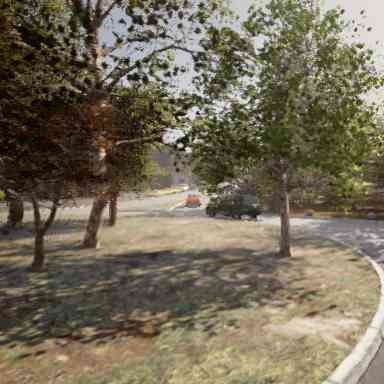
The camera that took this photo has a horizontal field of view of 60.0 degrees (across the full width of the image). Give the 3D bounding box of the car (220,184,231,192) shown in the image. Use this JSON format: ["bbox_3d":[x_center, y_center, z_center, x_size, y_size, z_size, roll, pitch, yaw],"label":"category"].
[{"bbox_3d":[6.822,-0.312,75.712,1.837,1.490,4.892,0,3,17],"label":"car"}]

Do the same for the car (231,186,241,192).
[{"bbox_3d":[10.174,-0.344,75.559,1.812,1.442,4.674,0,3,17],"label":"car"}]

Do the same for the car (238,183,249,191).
[{"bbox_3d":[13.329,-1.274,85.885,2.097,1.767,4.553,0,3,17],"label":"car"}]

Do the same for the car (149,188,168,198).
[{"bbox_3d":[-7.330,0.251,69.229,1.946,1.575,5.366,0,3,17],"label":"car"}]

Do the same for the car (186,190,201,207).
[{"bbox_3d":[0.402,1.128,48.493,2.097,1.767,4.553,0,2,6],"label":"car"}]

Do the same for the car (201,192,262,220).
[{"bbox_3d":[3.520,1.273,28.768,2.150,2.045,5.566,0,0,-35],"label":"car"}]

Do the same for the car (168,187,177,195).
[{"bbox_3d":[-5.733,-0.075,74.505,1.946,1.575,5.366,0,3,17],"label":"car"}]

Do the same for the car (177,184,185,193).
[{"bbox_3d":[-4.144,-0.398,79.787,1.946,1.575,5.366,0,3,17],"label":"car"}]

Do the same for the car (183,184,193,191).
[{"bbox_3d":[-2.475,-0.986,85.325,2.435,2.045,5.566,0,3,17],"label":"car"}]
